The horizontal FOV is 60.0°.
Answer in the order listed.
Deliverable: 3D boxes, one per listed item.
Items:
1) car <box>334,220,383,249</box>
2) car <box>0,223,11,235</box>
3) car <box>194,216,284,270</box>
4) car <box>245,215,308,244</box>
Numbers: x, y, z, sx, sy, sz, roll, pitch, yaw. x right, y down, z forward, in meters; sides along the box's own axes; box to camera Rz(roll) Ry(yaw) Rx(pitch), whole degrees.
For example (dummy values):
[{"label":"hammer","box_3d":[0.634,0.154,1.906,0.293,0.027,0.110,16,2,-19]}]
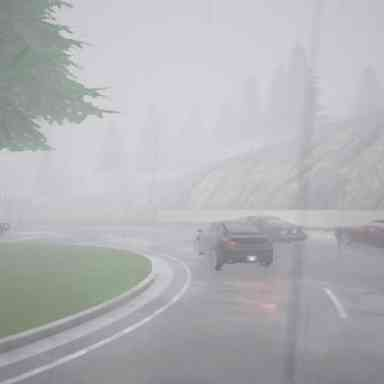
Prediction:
[{"label":"car","box_3d":[8.156,1.805,13.998,1.895,1.301,4.718,-1,-1,-13]},{"label":"car","box_3d":[-15.393,2.475,23.752,4.718,1.301,1.895,-2,-2,23]},{"label":"car","box_3d":[1.373,1.792,12.297,1.837,1.490,4.892,2,-2,-10]},{"label":"car","box_3d":[3.300,1.918,17.164,2.033,1.411,5.357,0,-2,-33]}]
